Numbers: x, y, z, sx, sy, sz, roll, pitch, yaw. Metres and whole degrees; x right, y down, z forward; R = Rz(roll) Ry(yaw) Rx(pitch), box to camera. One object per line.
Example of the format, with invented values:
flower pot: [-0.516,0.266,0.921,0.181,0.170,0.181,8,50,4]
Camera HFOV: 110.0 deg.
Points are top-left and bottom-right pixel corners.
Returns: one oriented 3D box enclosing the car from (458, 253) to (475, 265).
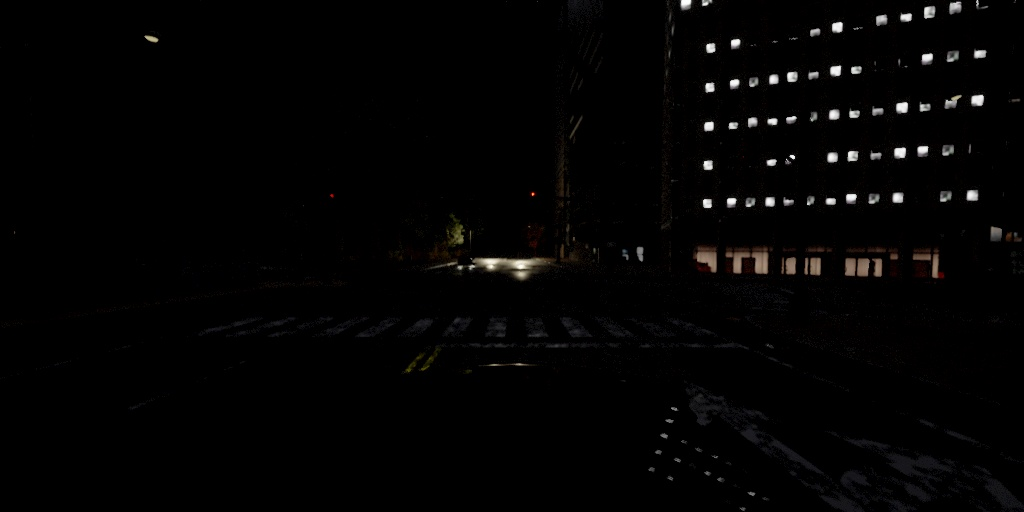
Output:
car: [-6.538,0.376,51.726,2.097,1.767,4.553,0,0,0]

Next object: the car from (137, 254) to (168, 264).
car: [-32.943,0.583,33.075,4.892,1.490,1.837,1,3,21]
